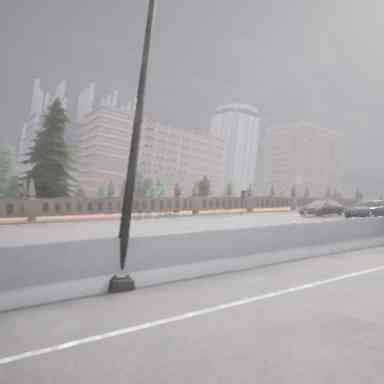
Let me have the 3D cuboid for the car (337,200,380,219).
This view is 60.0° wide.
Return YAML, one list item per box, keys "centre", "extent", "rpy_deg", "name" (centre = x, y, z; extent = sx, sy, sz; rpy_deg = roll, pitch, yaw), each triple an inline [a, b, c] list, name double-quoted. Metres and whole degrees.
- centre: [13.793, 1.378, 25.882]
  extent: [4.892, 1.490, 1.837]
  rpy_deg: [0, 1, -34]
  name: "car"

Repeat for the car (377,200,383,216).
- centre: [14.736, 1.436, 22.303]
  extent: [4.674, 1.442, 1.812]
  rpy_deg: [0, 1, -34]
  name: "car"

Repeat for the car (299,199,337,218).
- centre: [11.161, 1.365, 28.328]
  extent: [4.674, 1.442, 1.812]
  rpy_deg: [0, 1, -34]
  name: "car"
